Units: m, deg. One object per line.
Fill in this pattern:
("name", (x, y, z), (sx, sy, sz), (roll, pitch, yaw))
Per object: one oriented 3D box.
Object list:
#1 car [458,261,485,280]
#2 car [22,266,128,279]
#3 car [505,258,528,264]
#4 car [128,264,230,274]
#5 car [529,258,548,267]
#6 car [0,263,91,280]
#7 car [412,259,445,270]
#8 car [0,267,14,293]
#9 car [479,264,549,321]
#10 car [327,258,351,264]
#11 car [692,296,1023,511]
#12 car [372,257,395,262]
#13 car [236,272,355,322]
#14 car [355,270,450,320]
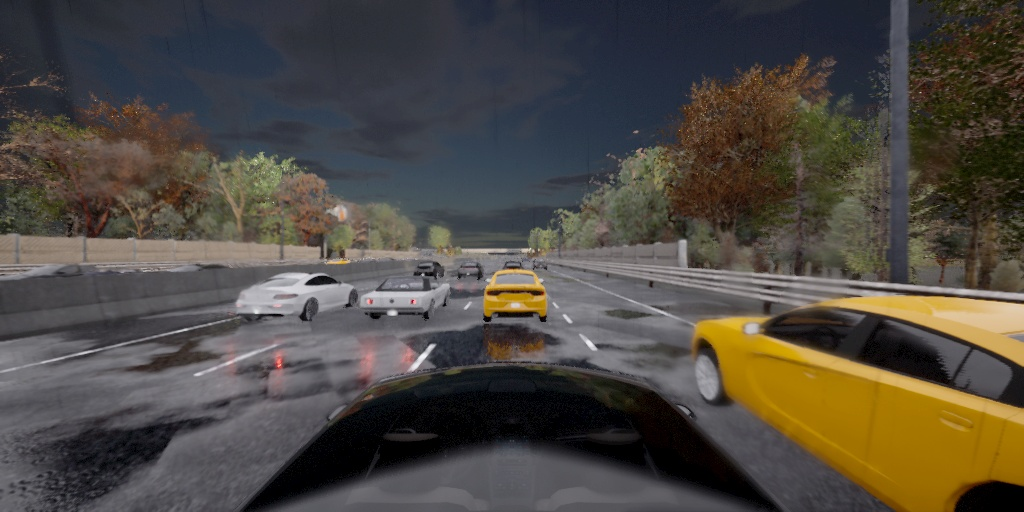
("car", (-3.405, 1.187, 30.267), (2.128, 1.511, 4.902), (0, 0, 0))
("car", (-21.104, 1.316, 18.580), (1.895, 1.301, 4.718), (0, 0, 0))
("car", (0.094, 1.200, 30.310), (1.837, 1.490, 4.892), (0, 0, 0))
("car", (-17.602, 1.218, 19.836), (1.837, 1.490, 4.892), (0, 0, 0))
("car", (3.492, 1.040, 45.622), (1.812, 1.442, 4.674), (0, 0, 0))
("car", (-24.602, 1.191, 19.511), (1.882, 1.535, 5.008), (0, 0, 0))
("car", (-6.905, 1.200, 30.338), (1.837, 1.490, 4.892), (0, 0, 0))
("car", (-28.100, 1.281, 17.411), (1.994, 1.385, 4.181), (0, 0, 0))
("car", (0.097, 1.204, 12.394), (1.882, 1.535, 5.008), (0, 0, 0))
("car", (-28.040, 1.132, 58.163), (1.882, 1.535, 5.008), (0, 0, 1))
("car", (3.365, 1.069, 2.977), (1.882, 1.535, 5.008), (0, 0, 2))
("car", (-21.038, 1.005, 59.892), (2.097, 1.767, 4.553), (0, 0, 1))
("car", (-6.902, 1.253, 12.012), (1.812, 1.442, 4.674), (0, 0, 0))
("car", (-3.402, 1.327, 12.434), (1.895, 1.301, 4.718), (0, 0, 0))
